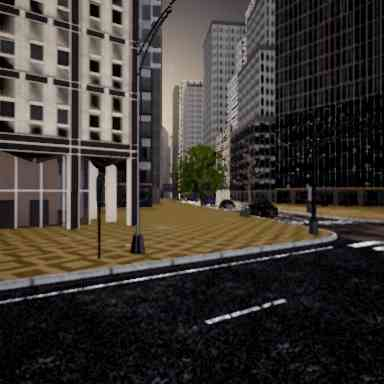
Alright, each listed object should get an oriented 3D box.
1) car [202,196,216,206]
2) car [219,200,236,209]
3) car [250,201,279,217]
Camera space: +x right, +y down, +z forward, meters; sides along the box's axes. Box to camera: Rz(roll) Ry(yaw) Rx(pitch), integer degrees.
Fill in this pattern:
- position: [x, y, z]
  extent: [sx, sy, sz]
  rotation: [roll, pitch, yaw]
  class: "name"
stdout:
- position: [3.406, 1.839, 68.345]
  extent: [2.150, 2.045, 5.566]
  rotation: [0, -1, -7]
  class: "car"
- position: [5.448, 1.932, 51.744]
  extent: [1.812, 1.442, 4.674]
  rotation: [0, 0, -7]
  class: "car"
- position: [7.539, 1.736, 35.300]
  extent: [1.882, 1.535, 5.008]
  rotation: [0, 0, -7]
  class: "car"
